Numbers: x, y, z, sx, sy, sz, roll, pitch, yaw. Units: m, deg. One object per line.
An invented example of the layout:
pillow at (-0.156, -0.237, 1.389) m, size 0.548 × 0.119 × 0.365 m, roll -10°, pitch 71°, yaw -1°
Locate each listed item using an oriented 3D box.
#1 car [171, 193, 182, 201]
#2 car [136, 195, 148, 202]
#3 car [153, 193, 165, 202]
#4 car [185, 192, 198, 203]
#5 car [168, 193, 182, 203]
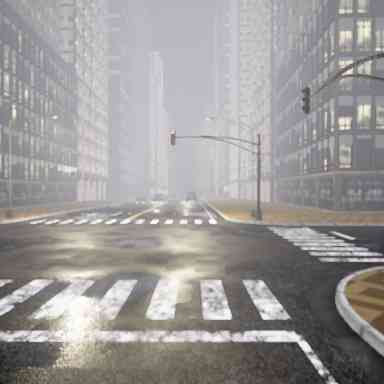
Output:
car at (-3.312, 1.039, 71.621) m, size 2.128 × 1.511 × 4.902 m, roll 0°, pitch 0°, yaw 0°
car at (-9.807, 1.248, 65.782) m, size 2.033 × 1.411 × 5.357 m, roll 0°, pitch 0°, yaw 0°
car at (-6.557, 1.048, 65.815) m, size 2.097 × 1.767 × 4.553 m, roll 0°, pitch 0°, yaw 0°
car at (-0.053, 0.930, 61.652) m, size 2.150 × 2.045 × 5.566 m, roll 0°, pitch 0°, yaw 0°
car at (-3.304, 1.309, 61.651) m, size 1.895 × 1.301 × 4.718 m, roll 0°, pitch 0°, yaw 0°
